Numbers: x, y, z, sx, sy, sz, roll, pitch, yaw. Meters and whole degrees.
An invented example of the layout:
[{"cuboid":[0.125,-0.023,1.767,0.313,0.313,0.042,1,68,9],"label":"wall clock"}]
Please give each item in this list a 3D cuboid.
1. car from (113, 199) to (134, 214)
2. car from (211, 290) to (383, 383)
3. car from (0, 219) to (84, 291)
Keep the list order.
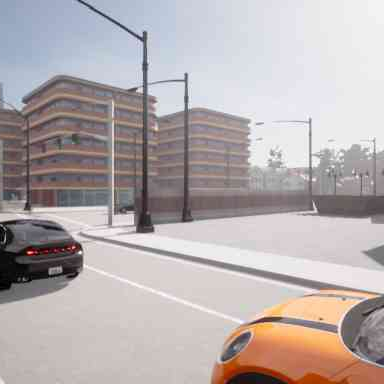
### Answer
[{"cuboid":[-6.322,1.484,34.976,4.902,1.511,2.128,0,0,-44],"label":"car"},{"cuboid":[2.319,1.352,2.301,4.553,1.767,2.097,0,0,40],"label":"car"},{"cuboid":[-4.699,1.503,9.166,1.837,1.490,4.892,0,0,-43],"label":"car"}]
